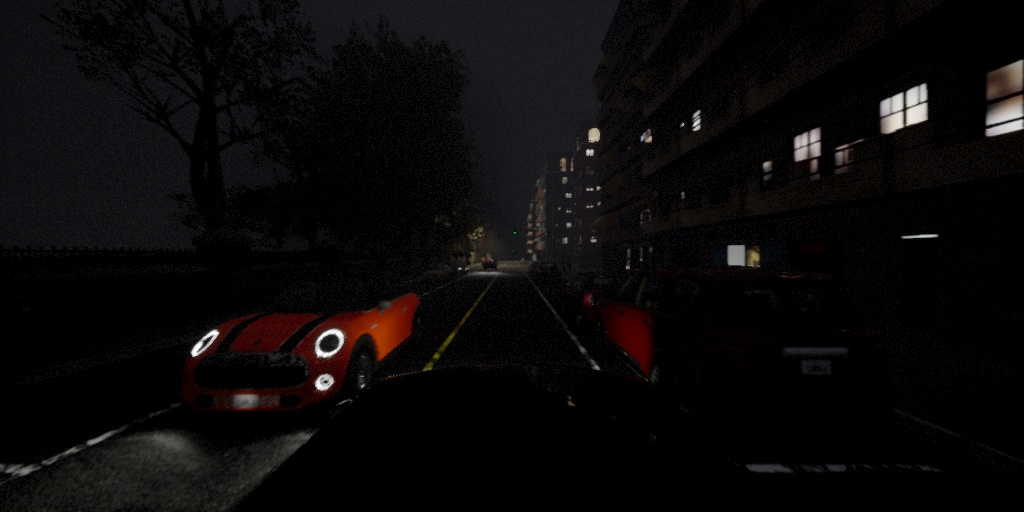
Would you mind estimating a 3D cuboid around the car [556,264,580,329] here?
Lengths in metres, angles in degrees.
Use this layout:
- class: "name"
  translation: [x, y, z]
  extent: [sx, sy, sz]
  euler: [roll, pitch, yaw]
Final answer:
- class: "car"
  translation: [2.692, 1.182, 11.186]
  extent: [1.967, 1.591, 4.097]
  euler: [0, 0, 0]

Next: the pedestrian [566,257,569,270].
- class: "pedestrian"
  translation: [8.136, 1.103, 52.123]
  extent: [0.375, 1.860, 0.375]
  euler: [0, 0, 0]

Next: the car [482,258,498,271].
- class: "car"
  translation: [-3.000, 1.337, 49.990]
  extent: [1.895, 1.301, 4.718]
  euler: [0, 0, 0]

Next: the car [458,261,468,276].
- class: "car"
  translation: [-5.688, 1.280, 33.705]
  extent: [2.007, 1.370, 4.403]
  euler: [0, 0, 0]

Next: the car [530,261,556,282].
- class: "car"
  translation: [2.692, 1.171, 28.075]
  extent: [1.967, 1.591, 4.097]
  euler: [0, 0, 0]

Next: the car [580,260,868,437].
- class: "car"
  translation: [2.692, 1.062, 5.554]
  extent: [2.192, 1.841, 5.009]
  euler: [0, 0, 0]

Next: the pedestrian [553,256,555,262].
- class: "pedestrian"
  translation: [6.136, 0.875, 52.722]
  extent: [0.375, 1.860, 0.375]
  euler: [0, 0, 0]

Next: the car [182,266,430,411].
- class: "car"
  translation: [-3.100, 1.098, 6.420]
  extent: [2.097, 1.767, 4.553]
  euler: [0, 0, 0]

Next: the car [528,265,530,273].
- class: "car"
  translation: [2.692, 1.296, 33.706]
  extent: [1.948, 1.339, 4.313]
  euler: [0, 0, 0]

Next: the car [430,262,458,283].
- class: "car"
  translation: [-5.689, 1.256, 27.905]
  extent: [1.751, 1.417, 4.829]
  euler: [0, 0, 0]

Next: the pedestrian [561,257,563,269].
- class: "pedestrian"
  translation: [7.136, 0.947, 51.522]
  extent: [0.375, 1.860, 0.375]
  euler: [0, 0, 0]
